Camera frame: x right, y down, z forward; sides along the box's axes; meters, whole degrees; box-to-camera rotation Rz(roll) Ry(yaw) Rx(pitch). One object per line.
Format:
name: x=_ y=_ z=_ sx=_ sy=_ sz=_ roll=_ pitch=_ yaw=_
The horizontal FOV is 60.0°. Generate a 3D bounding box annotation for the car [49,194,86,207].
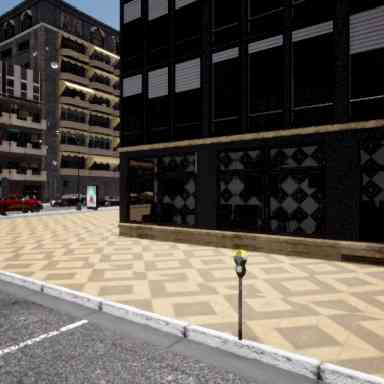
car: x=-14.584 y=1.008 z=40.282 sx=2.128 sy=1.511 sz=4.902 roll=0 pitch=1 yaw=35

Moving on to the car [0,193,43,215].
car: x=-15.571 y=1.029 z=28.771 sx=2.192 sy=1.841 sz=5.009 roll=1 pitch=2 yaw=35

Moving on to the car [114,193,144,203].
car: x=-9.718 y=0.834 z=51.698 sx=2.008 sy=1.369 sz=4.403 roll=2 pitch=2 yaw=35

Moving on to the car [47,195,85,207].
car: x=-16.091 y=1.075 z=42.621 sx=1.802 sy=1.307 sz=4.206 roll=1 pitch=2 yaw=35

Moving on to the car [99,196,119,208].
car: x=-9.197 y=1.073 z=37.857 sx=1.947 sy=1.339 sz=4.313 roll=1 pitch=2 yaw=35
